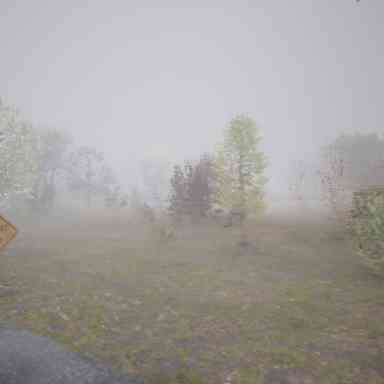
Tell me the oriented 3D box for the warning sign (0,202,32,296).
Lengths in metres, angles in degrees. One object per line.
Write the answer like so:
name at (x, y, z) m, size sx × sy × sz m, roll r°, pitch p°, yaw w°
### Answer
warning sign at (-4.273, 1.164, 6.971) m, size 1.060 × 1.860 × 1.300 m, roll -1°, pitch 0°, yaw 35°
